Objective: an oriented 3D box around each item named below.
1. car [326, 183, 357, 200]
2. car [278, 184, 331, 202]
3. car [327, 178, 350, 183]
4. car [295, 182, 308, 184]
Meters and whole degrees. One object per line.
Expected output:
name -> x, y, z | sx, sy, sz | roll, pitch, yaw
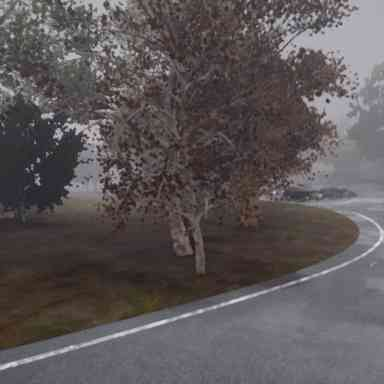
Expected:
car -> 15.276, 0.061, 35.405 | 1.994, 1.385, 4.181 | -5, 3, -25
car -> 11.804, 0.196, 35.257 | 2.128, 1.511, 4.902 | -5, 3, -22
car -> 28.423, -2.010, 64.815 | 4.181, 1.385, 1.994 | -3, 2, -9
car -> 18.335, -1.011, 56.291 | 4.181, 1.385, 1.994 | -6, 4, -43
